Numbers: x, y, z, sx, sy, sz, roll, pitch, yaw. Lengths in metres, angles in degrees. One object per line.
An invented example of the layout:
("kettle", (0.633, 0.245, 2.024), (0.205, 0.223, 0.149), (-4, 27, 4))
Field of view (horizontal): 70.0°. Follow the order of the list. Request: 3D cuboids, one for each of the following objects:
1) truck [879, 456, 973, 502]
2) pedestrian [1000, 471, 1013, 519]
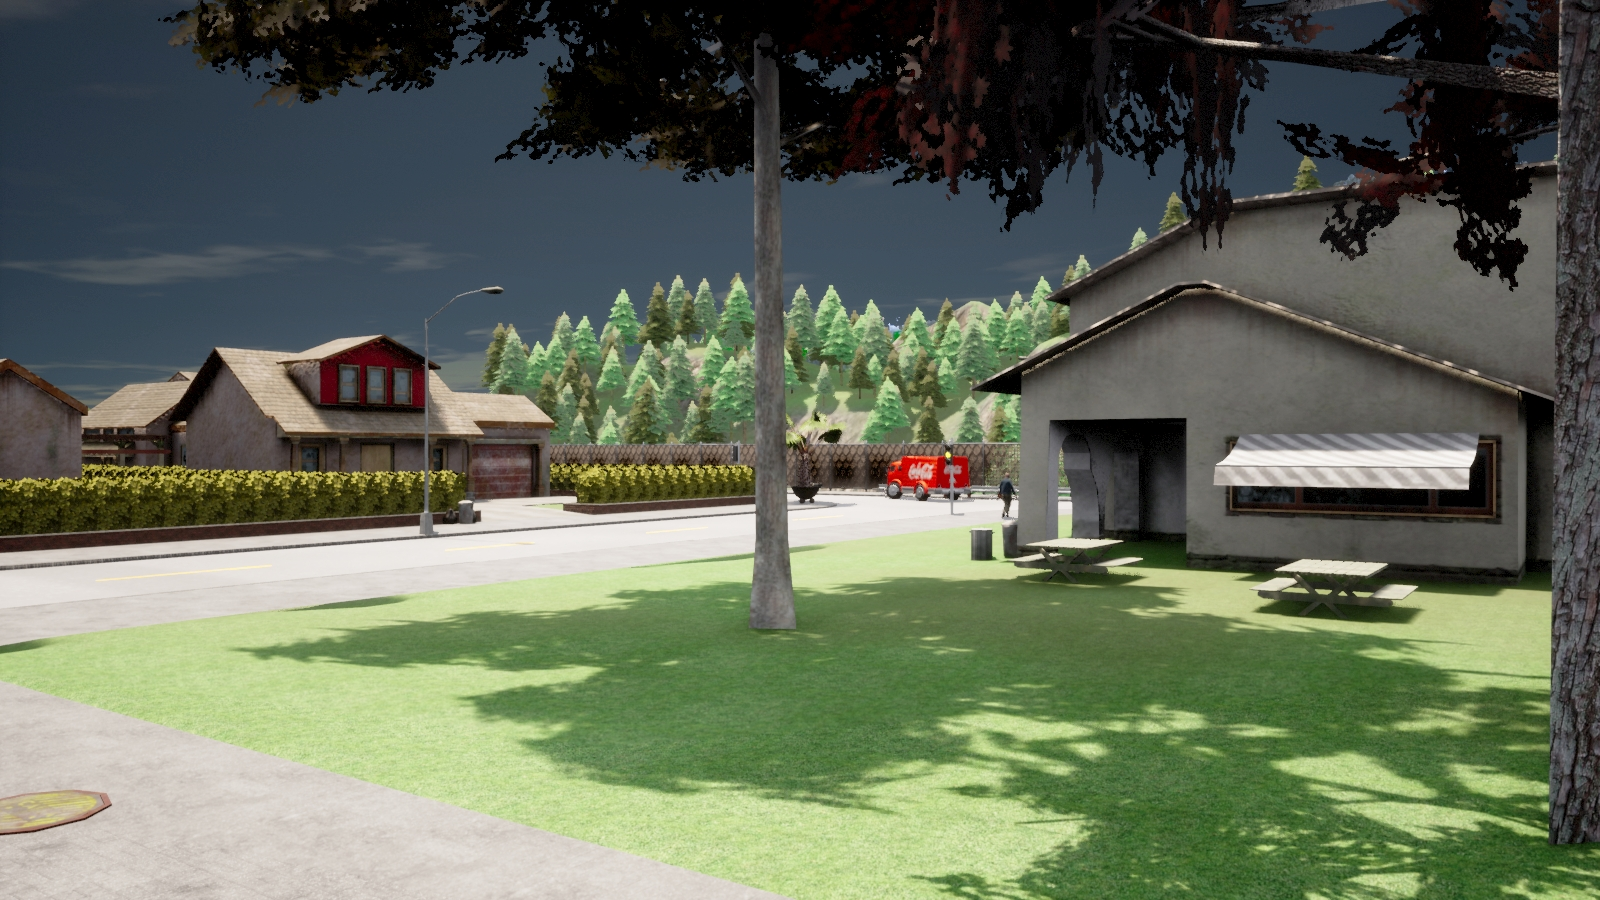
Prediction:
("truck", (6.980, 1.568, 63.958), (2.627, 2.467, 5.204), (0, 0, -30))
("pedestrian", (8.067, 1.737, 44.667), (0.375, 1.860, 0.375), (0, 0, 35))
